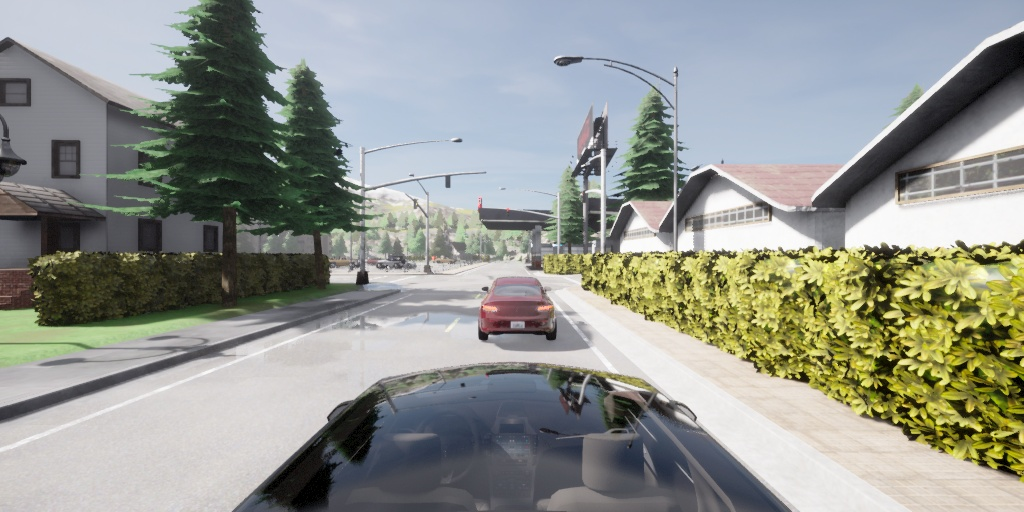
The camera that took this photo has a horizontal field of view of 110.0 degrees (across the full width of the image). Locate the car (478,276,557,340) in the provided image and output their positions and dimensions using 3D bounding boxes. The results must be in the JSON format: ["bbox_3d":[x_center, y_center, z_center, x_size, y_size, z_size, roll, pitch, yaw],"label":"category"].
[{"bbox_3d":[0.128,1.276,9.804,1.812,1.442,4.674,0,0,0],"label":"car"}]
